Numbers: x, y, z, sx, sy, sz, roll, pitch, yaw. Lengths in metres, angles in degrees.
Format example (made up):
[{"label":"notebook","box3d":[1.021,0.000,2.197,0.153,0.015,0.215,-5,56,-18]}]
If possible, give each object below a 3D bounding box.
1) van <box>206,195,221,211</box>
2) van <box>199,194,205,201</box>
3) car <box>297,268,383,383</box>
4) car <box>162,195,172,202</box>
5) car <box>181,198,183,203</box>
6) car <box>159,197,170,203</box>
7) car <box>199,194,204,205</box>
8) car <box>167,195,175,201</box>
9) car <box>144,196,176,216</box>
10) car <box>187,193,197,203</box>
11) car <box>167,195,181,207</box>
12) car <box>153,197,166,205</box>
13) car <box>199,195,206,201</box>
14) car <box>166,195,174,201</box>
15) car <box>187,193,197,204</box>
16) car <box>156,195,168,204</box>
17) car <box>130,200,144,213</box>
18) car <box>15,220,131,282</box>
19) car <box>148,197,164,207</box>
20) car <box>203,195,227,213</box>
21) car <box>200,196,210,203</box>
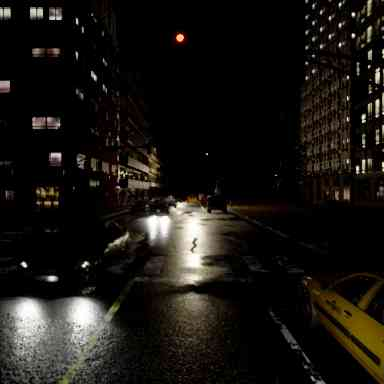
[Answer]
[{"label":"van","box3d":[2.684,1.357,41.875,1.690,1.788,3.998,0,0,0]},{"label":"van","box3d":[2.682,1.439,91.614,1.690,1.788,3.998,0,0,0]},{"label":"car","box3d":[2.687,1.525,4.106,1.752,1.417,4.829,0,0,0]},{"label":"car","box3d":[-5.697,1.505,75.035,1.967,1.590,4.097,0,0,0]},{"label":"car","box3d":[-3.009,1.580,68.683,1.812,1.442,4.674,0,0,0]},{"label":"car","box3d":[-5.696,1.638,69.509,1.802,1.307,4.206,0,0,0]},{"label":"car","box3d":[2.683,1.353,58.455,2.192,1.841,5.009,0,0,0]},{"label":"car","box3d":[-5.697,1.642,91.614,1.887,1.381,4.507,0,0,0]},{"label":"car","box3d":[-3.106,1.501,33.202,2.128,1.511,4.902,0,0,0]},{"label":"car","box3d":[0.000,1.291,75.839,2.150,2.045,5.566,0,0,0]},{"label":"car","box3d":[-3.100,1.569,47.883,2.033,1.411,5.357,0,0,0]},{"label":"car","box3d":[-5.696,1.582,58.454,1.887,1.381,4.507,0,0,0]},{"label":"car","box3d":[2.684,1.612,86.258,1.752,1.417,4.829,0,0,0]},{"label":"car","box3d":[-5.697,1.611,85.918,1.752,1.417,4.829,0,0,0]},{"label":"car","box3d":[0.098,1.527,65.363,1.882,1.535,5.008,0,0,0]},{"label":"car","box3d":[-5.697,1.487,63.982,1.967,1.590,4.097,0,0,0]},{"label":"car","box3d":[-5.694,1.562,36.348,2.008,1.369,4.403,0,0,0]},{"label":"car","box3d":[-3.110,1.568,10.024,2.033,1.411,5.357,0,-1,0]},{"label":"car","box3d":[-5.695,1.580,52.928,2.008,1.369,4.403,0,0,0]},{"label":"car","box3d":[2.684,1.326,36.349,2.192,1.841,5.009,0,0,0]},{"label":"car","box3d":[2.684,1.600,69.509,1.887,1.381,4.507,0,0,0]}]
